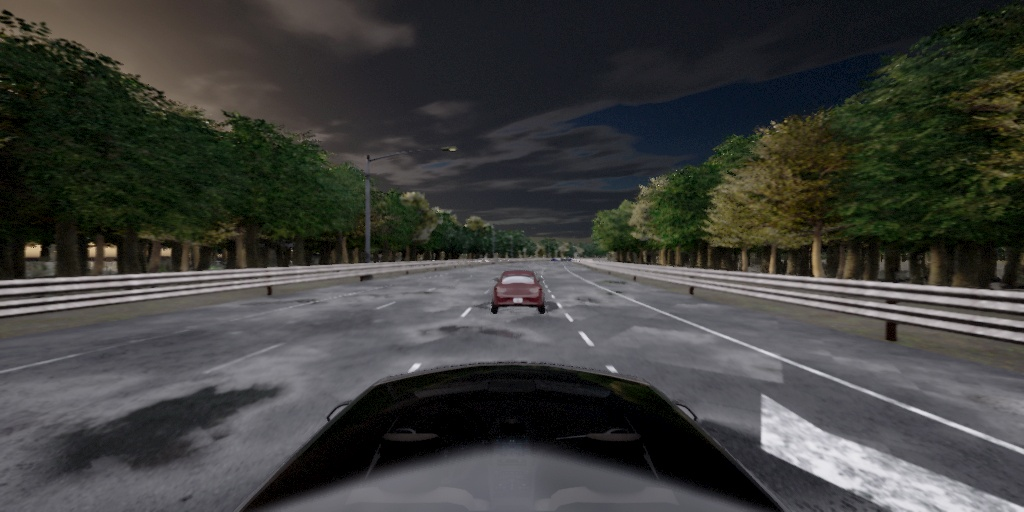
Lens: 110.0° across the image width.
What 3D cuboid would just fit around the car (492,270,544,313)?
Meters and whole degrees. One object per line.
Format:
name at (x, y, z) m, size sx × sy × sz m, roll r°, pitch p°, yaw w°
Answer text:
car at (0.255, 1.271, 13.975) m, size 1.812 × 1.442 × 4.674 m, roll 0°, pitch 0°, yaw 1°
